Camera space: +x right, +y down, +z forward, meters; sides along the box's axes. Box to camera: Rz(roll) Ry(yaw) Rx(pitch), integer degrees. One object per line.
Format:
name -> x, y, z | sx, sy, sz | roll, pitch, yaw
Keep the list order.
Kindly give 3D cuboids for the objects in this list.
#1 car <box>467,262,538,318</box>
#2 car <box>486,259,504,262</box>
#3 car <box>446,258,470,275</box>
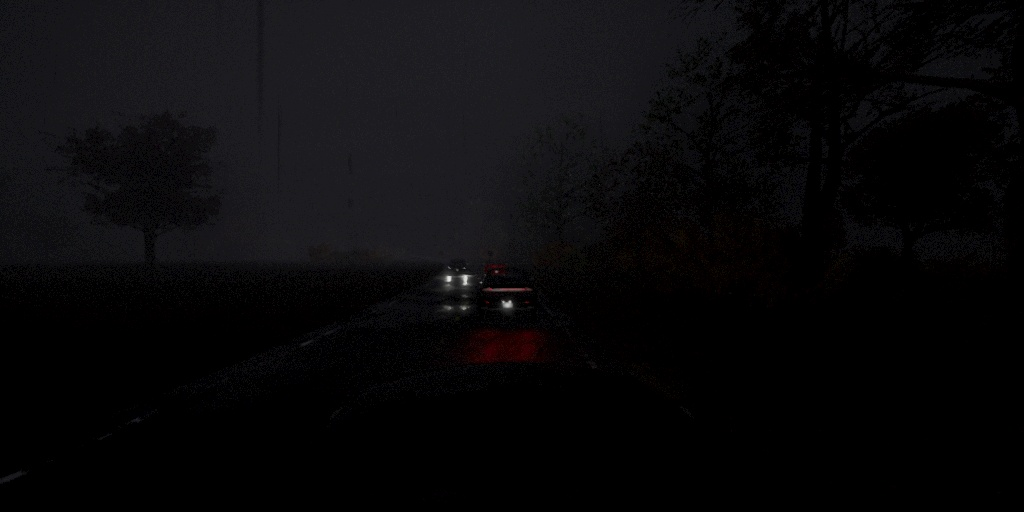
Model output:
car -> -0.204, 1.148, 12.478 | 2.128, 1.511, 4.902 | 0, 1, -2
car -> -1.392, 0.986, 29.406 | 1.882, 1.535, 5.008 | 0, 1, -5
car -> -5.066, 0.977, 33.765 | 1.837, 1.490, 4.892 | 0, 0, -7
